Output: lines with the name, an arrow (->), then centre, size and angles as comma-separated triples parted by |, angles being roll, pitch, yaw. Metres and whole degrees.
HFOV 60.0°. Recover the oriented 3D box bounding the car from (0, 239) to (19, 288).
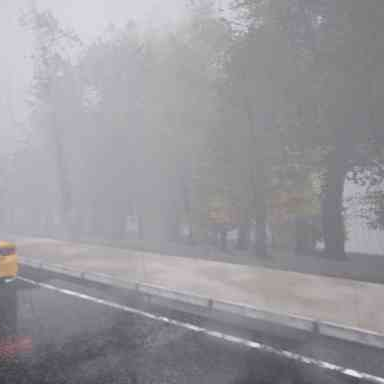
car -> -6.242, 1.521, 8.139 | 5.008, 1.535, 1.882 | -1, -1, 35
